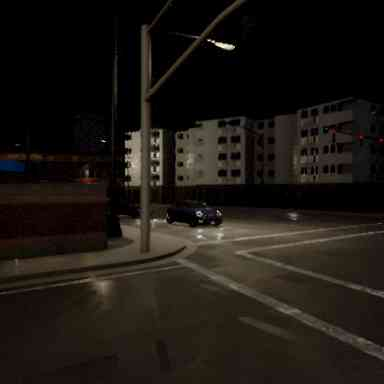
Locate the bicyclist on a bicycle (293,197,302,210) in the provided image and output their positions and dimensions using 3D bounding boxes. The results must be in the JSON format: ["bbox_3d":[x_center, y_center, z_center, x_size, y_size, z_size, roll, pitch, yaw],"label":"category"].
[{"bbox_3d":[12.687,1.373,39.851,1.656,1.620,0.582,0,0,-35],"label":"bicyclist on a bicycle"}]

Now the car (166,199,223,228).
[{"bbox_3d":[0.094,1.382,22.793,2.097,1.767,4.553,0,0,-33],"label":"car"}]

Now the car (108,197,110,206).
[{"bbox_3d":[-14.427,1.524,54.715,5.008,1.535,1.882,0,0,23],"label":"car"}]

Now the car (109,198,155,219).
[{"bbox_3d":[-5.252,1.522,30.127,2.128,1.511,4.902,0,0,-39],"label":"car"}]
